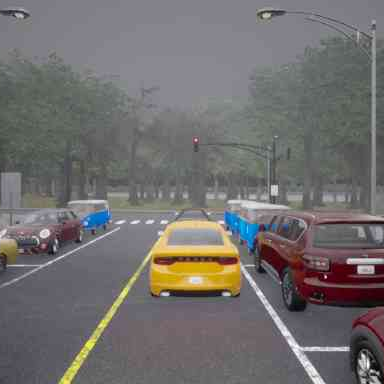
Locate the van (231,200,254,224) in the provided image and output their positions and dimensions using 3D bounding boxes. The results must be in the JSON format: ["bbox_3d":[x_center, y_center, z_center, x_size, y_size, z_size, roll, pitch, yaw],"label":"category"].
[{"bbox_3d":[2.752,1.342,13.098,1.690,1.788,3.998,0,0,0],"label":"van"}]

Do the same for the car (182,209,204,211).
[{"bbox_3d":[0.046,1.566,17.538,1.994,1.385,4.181,0,0,0],"label":"car"}]

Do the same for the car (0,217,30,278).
[{"bbox_3d":[-5.769,1.526,7.484,1.752,1.417,4.829,0,0,0],"label":"car"}]

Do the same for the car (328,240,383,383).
[{"bbox_3d":[2.760,1.440,2.223,1.967,1.590,4.097,0,0,0],"label":"car"}]

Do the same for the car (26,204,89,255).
[{"bbox_3d":[-5.773,1.441,13.092,1.967,1.590,4.097,0,0,0],"label":"car"}]

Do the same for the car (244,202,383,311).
[{"bbox_3d":[2.756,1.315,7.661,2.192,1.841,5.009,0,0,0],"label":"car"}]

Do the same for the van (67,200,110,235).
[{"bbox_3d":[-5.778,1.343,18.530,1.690,1.788,3.998,0,0,0],"label":"van"}]

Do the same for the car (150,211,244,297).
[{"bbox_3d":[0.080,1.478,8.616,1.882,1.535,5.008,0,0,0],"label":"car"}]

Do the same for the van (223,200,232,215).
[{"bbox_3d":[2.747,1.343,18.536,1.690,1.788,3.998,0,0,0],"label":"van"}]
